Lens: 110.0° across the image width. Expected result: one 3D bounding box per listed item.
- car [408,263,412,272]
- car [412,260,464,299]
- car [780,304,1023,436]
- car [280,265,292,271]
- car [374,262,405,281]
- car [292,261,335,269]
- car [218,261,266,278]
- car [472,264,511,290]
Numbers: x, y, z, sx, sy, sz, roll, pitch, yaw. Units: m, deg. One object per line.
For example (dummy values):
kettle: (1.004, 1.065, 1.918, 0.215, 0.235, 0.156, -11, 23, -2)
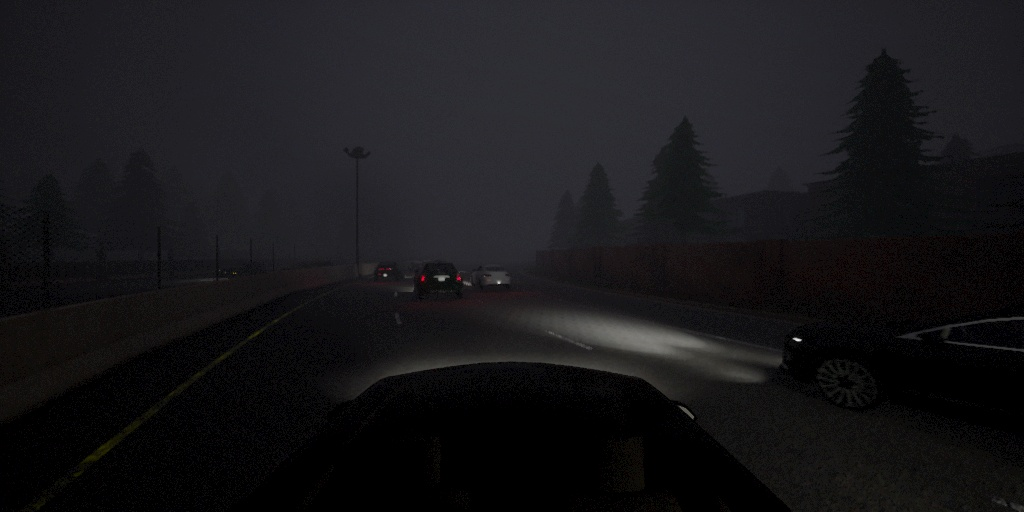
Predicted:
car: (-11.187, 1.265, 43.743, 1.895, 1.301, 4.718, 0, 0, -1)
car: (-3.802, 1.069, 18.169, 2.097, 1.767, 4.553, 0, 0, -17)
car: (5.787, 1.240, 3.734, 2.128, 1.511, 4.902, 0, 0, -28)
car: (-21.610, 1.223, 36.974, 2.033, 1.411, 5.357, 0, 0, -4)
car: (-9.941, 1.196, 29.289, 1.837, 1.490, 4.892, 0, 0, -10)
car: (-17.676, 1.191, 32.798, 1.837, 1.490, 4.892, 0, 0, -6)
car: (-24.728, 1.188, 32.996, 1.837, 1.490, 4.892, 0, 0, -6)
car: (-1.343, 1.235, 22.258, 1.812, 1.442, 4.674, 0, 0, -15)
